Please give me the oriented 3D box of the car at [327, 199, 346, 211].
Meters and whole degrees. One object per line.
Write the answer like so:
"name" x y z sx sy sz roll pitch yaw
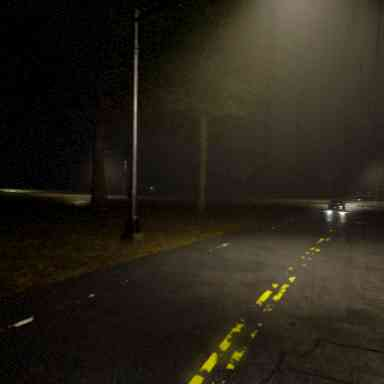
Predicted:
"car" 18.477 1.702 42.434 1.837 1.490 4.892 1 0 28
